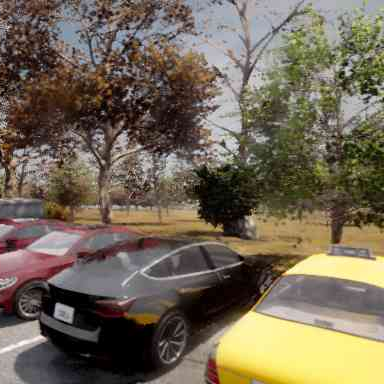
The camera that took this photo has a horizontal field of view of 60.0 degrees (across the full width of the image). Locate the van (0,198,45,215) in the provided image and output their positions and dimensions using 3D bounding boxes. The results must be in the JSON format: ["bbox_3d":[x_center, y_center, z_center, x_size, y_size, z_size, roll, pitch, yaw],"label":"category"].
[{"bbox_3d":[-7.096,1.219,10.668,1.878,1.987,4.442,0,1,35],"label":"van"}]

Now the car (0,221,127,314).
[{"bbox_3d":[-2.579,1.514,7.604,2.002,1.452,4.674,0,0,36],"label":"car"}]

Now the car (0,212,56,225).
[{"bbox_3d":[-4.846,1.498,9.221,2.002,1.452,4.674,0,0,36],"label":"car"}]

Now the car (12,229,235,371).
[{"bbox_3d":[-0.193,1.512,5.934,2.163,1.488,4.792,0,0,36],"label":"car"}]

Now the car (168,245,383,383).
[{"bbox_3d":[2.171,1.479,4.440,1.946,1.575,5.366,0,0,36],"label":"car"}]
